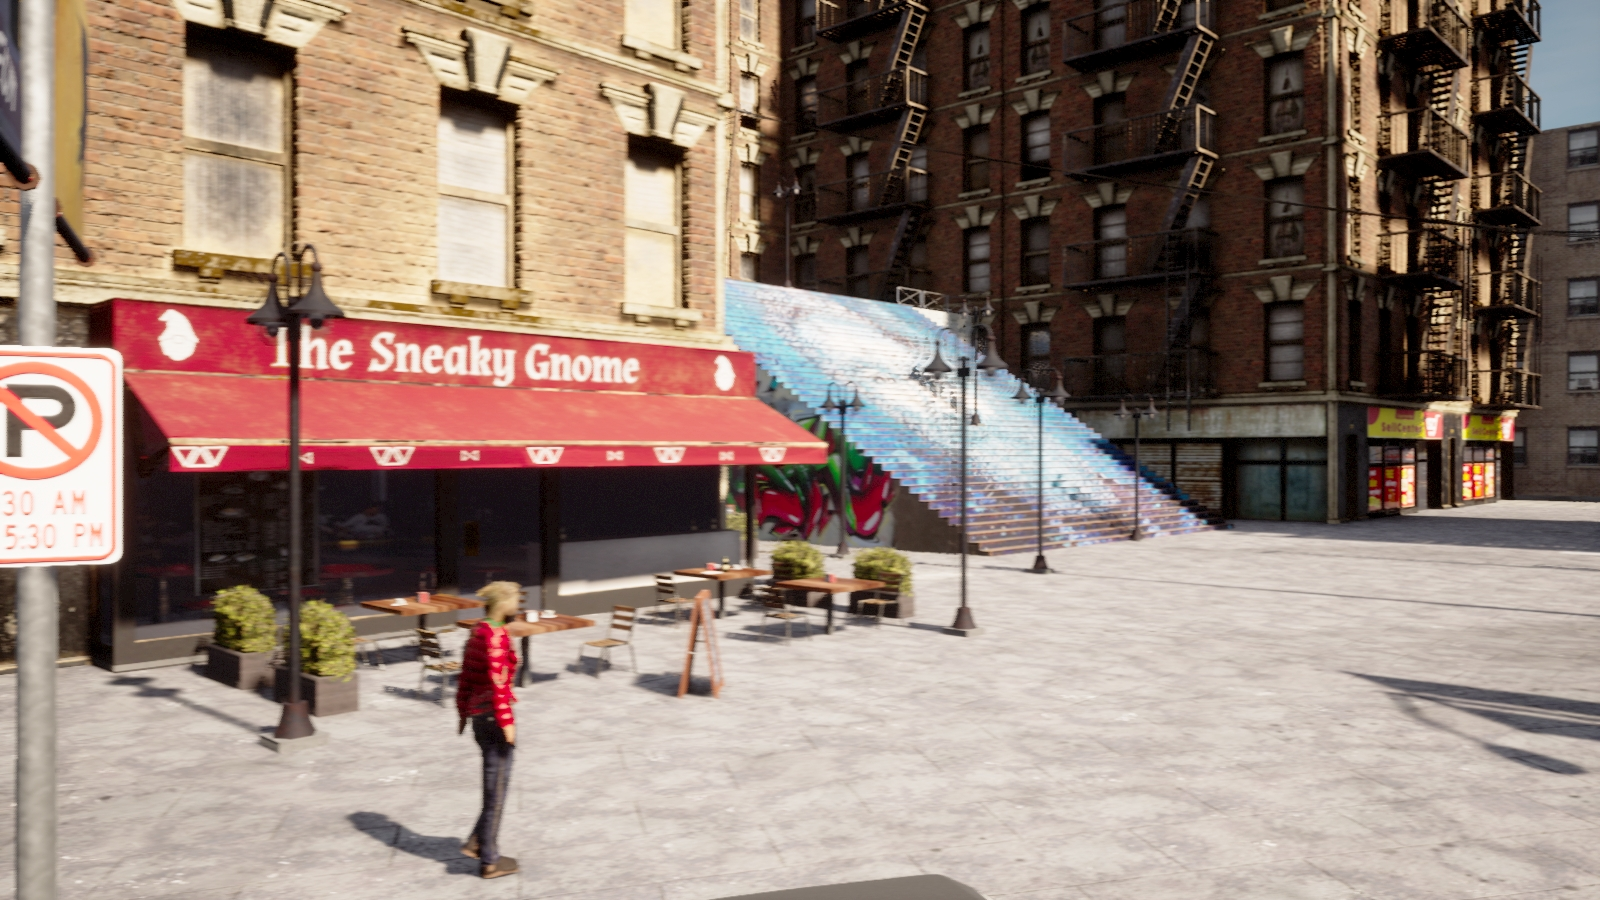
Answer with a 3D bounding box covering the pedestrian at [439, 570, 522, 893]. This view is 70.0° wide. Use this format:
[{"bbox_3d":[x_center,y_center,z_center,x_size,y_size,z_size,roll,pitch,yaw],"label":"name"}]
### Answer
[{"bbox_3d":[-1.969,1.697,7.036,0.375,1.860,0.375,0,0,-39],"label":"pedestrian"}]
